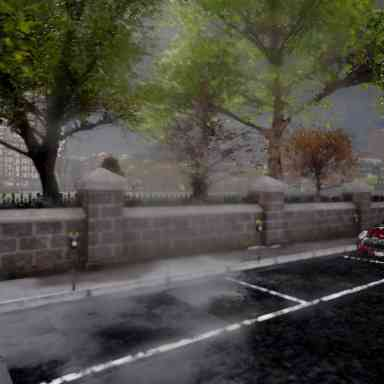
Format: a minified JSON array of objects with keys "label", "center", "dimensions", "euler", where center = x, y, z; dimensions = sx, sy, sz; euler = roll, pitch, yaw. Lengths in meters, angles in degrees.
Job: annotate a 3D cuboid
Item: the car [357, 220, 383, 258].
[{"label":"car","center":[7.766,1.515,12.044],"dimensions":[4.097,1.590,1.967],"euler":[0,0,-35]}]
